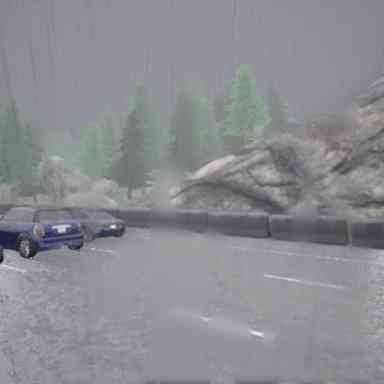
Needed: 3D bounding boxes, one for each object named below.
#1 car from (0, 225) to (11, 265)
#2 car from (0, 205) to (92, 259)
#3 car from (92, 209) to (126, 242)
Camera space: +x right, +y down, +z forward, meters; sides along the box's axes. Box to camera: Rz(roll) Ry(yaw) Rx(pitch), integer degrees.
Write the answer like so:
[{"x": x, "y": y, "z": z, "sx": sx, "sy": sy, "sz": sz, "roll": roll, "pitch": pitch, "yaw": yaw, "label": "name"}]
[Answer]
[{"x": -7.168, "y": 1.585, "z": 9.104, "sx": 4.718, "sy": 1.301, "sz": 1.895, "roll": 0, "pitch": 0, "yaw": 35, "label": "car"}, {"x": -6.231, "y": 1.334, "z": 12.732, "sx": 4.553, "sy": 1.767, "sz": 2.097, "roll": 0, "pitch": 0, "yaw": 35, "label": "car"}, {"x": -5.225, "y": 1.545, "z": 16.314, "sx": 4.181, "sy": 1.385, "sz": 1.994, "roll": 0, "pitch": 0, "yaw": 35, "label": "car"}]
